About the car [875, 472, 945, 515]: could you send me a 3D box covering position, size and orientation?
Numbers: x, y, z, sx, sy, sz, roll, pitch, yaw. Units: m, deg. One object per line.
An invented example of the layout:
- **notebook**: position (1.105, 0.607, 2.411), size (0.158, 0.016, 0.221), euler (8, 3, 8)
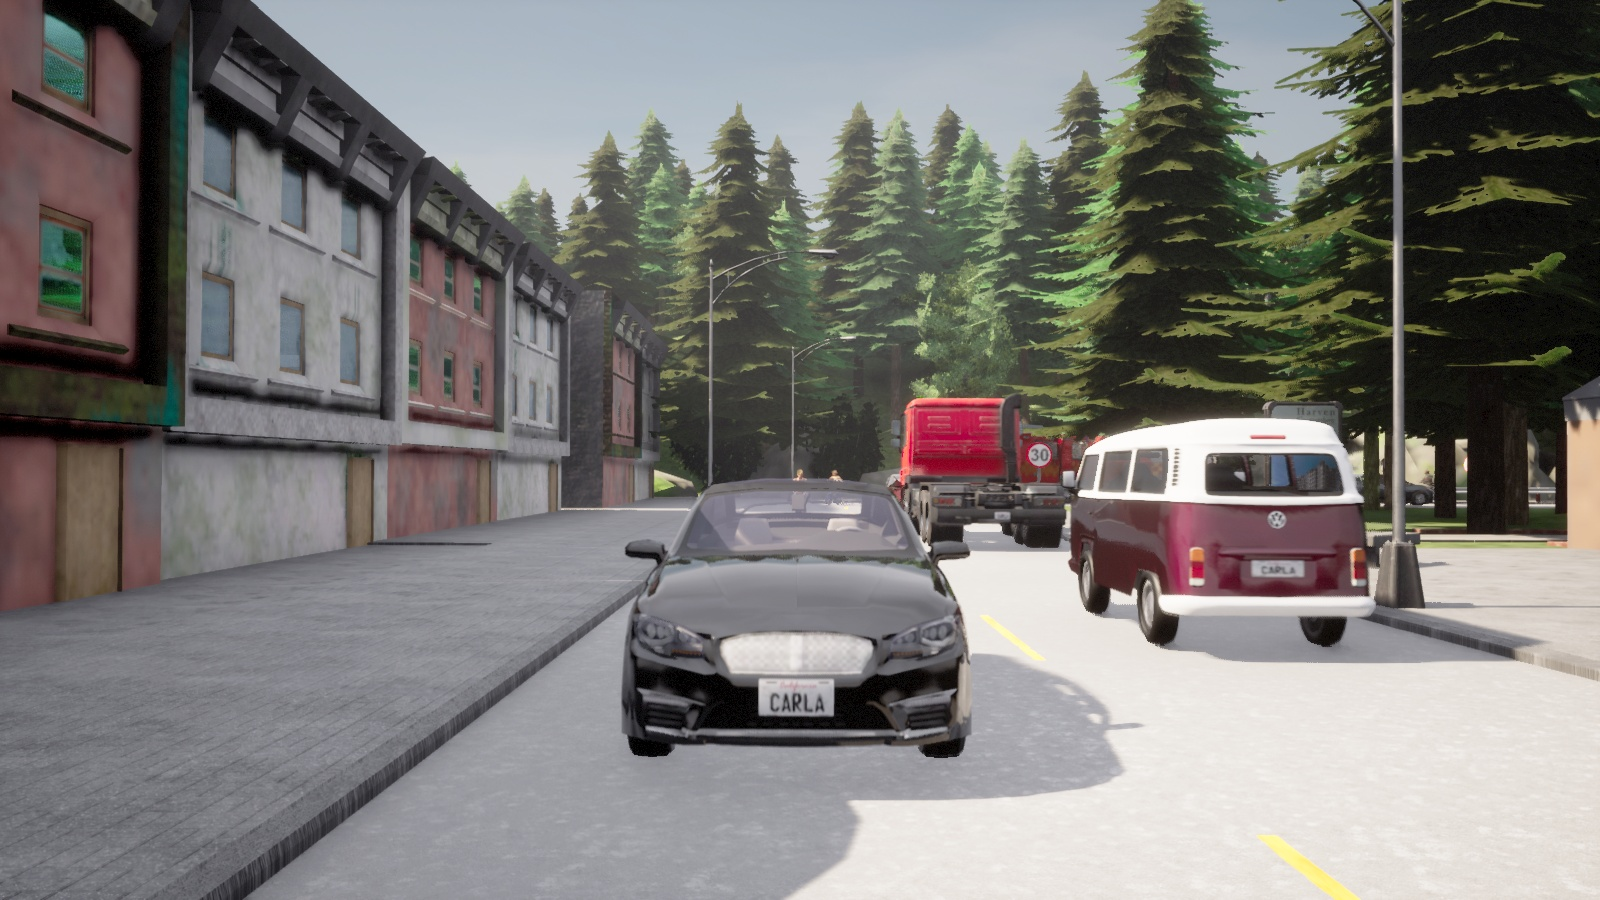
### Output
- **car**: position (4.021, 1.580, 46.647), size (2.163, 1.488, 4.792), euler (0, -1, 0)

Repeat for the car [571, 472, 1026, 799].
- **car**: position (-0.008, 0.910, 8.338), size (2.128, 1.511, 4.902), euler (0, -1, 0)

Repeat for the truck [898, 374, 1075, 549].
- **truck**: position (4.004, 0.300, 28.871), size (2.891, 3.462, 7.936), euler (0, -1, 0)

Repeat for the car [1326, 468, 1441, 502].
- **car**: position (27.549, 1.646, 59.377), size (4.514, 1.525, 2.007), euler (0, -1, 0)

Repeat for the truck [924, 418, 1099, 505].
- **truck**: position (9.990, 0.593, 58.808), size (8.468, 3.827, 2.891), euler (1, -1, -36)

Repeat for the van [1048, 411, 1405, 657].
- **van**: position (3.993, 0.735, 12.702), size (2.069, 2.038, 4.480), euler (0, -1, 0)
